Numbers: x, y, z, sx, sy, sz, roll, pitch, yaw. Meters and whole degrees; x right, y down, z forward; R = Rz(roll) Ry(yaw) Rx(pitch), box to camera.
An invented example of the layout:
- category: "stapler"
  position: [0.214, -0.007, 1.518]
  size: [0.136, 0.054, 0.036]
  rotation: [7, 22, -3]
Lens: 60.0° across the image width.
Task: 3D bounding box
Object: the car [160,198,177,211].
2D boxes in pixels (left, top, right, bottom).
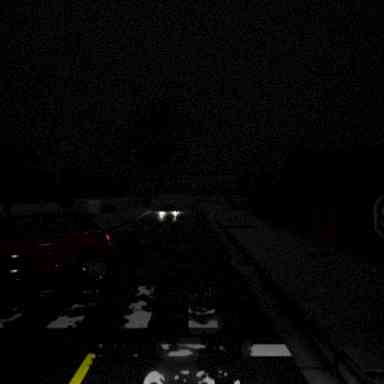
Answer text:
- category: "car"
  position: [-2.812, 1.526, 40.899]
  size: [1.882, 1.535, 5.008]
  rotation: [0, 0, -1]

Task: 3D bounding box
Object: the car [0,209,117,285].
- category: "car"
  position: [-4.245, 1.317, 8.035]
  size: [4.553, 1.767, 2.097]
  rotation: [0, -4, -29]
